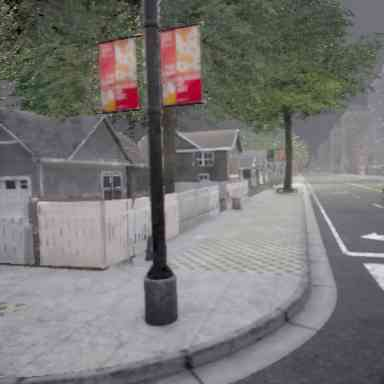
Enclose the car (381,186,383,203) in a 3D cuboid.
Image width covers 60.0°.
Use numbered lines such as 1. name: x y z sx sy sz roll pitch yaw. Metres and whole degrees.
1. car: 12.883 0.064 20.146 2.128 1.511 4.902 -1 4 18
